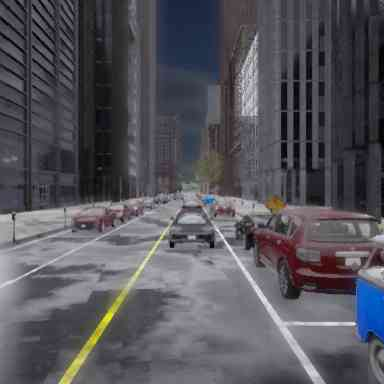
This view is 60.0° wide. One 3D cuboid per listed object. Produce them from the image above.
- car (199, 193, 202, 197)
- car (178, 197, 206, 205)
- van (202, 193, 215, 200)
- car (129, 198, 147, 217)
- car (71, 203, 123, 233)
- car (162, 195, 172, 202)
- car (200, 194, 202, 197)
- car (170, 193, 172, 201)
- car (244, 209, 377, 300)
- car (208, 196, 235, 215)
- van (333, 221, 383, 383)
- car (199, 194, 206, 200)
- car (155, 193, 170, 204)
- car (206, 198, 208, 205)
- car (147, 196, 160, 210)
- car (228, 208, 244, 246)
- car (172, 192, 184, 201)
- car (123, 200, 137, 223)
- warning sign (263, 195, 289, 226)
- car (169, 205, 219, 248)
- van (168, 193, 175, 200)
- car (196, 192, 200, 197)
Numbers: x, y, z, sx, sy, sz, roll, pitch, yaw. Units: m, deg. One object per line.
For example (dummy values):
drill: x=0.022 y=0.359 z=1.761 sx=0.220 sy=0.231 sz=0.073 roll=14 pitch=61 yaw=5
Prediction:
car: x=2.867 y=1.408 z=70.535 sx=1.752 sy=1.417 sz=4.829 roll=0 pitch=0 yaw=1
car: x=0.000 y=1.458 z=29.649 sx=1.882 sy=1.535 sz=5.008 roll=0 pitch=0 yaw=0
van: x=2.860 y=1.275 z=53.410 sx=1.690 sy=1.788 sz=3.998 roll=0 pitch=0 yaw=0
car: x=-5.667 y=1.411 z=30.875 sx=1.967 sy=1.590 sz=4.097 roll=0 pitch=0 yaw=0
car: x=-5.667 y=1.528 z=19.596 sx=1.887 sy=1.381 sz=4.507 roll=0 pitch=0 yaw=0
car: x=-5.667 y=1.392 z=75.781 sx=1.752 sy=1.417 sz=4.829 roll=0 pitch=0 yaw=1
car: x=2.860 y=1.444 z=59.222 sx=1.752 sy=1.417 sz=4.829 roll=0 pitch=0 yaw=0
car: x=-5.666 y=1.218 z=64.712 sx=2.192 sy=1.841 sz=5.009 roll=0 pitch=0 yaw=0
car: x=2.858 y=1.311 z=8.291 sx=2.192 sy=1.841 sz=5.009 roll=0 pitch=0 yaw=0
car: x=2.859 y=1.411 z=30.850 sx=1.967 sy=1.590 sz=4.097 roll=0 pitch=0 yaw=0
van: x=2.858 y=1.341 z=2.649 sx=1.690 sy=1.788 sz=3.998 roll=0 pitch=0 yaw=0
car: x=2.859 y=1.261 z=92.890 sx=1.967 sy=1.590 sz=4.097 roll=0 pitch=0 yaw=0
car: x=-5.666 y=1.234 z=59.072 sx=2.192 sy=1.841 sz=5.009 roll=0 pitch=0 yaw=0
car: x=2.859 y=1.546 z=36.491 sx=1.802 sy=1.307 sz=4.206 roll=0 pitch=0 yaw=0
car: x=-5.667 y=1.507 z=42.154 sx=2.008 sy=1.369 sz=4.403 roll=0 pitch=0 yaw=0
car: x=2.858 y=1.555 z=13.931 sx=1.947 sy=1.339 sz=4.313 roll=0 pitch=0 yaw=0
car: x=-3.000 y=1.088 z=75.911 sx=2.150 sy=2.045 sz=5.566 roll=0 pitch=0 yaw=0
car: x=-5.667 y=1.559 z=25.236 sx=1.802 sy=1.307 sz=4.206 roll=0 pitch=0 yaw=0
warning sign: x=5.067 y=1.098 z=20.195 sx=1.300 sy=1.860 sz=1.060 roll=0 pitch=0 yaw=0
car: x=0.000 y=1.523 z=14.649 sx=1.812 sy=1.442 sz=4.674 roll=0 pitch=0 yaw=0
van: x=-5.666 y=1.162 z=92.905 sx=1.690 sy=1.788 sz=3.998 roll=0 pitch=0 yaw=0
car: x=2.859 y=1.273 z=87.251 sx=1.967 sy=1.590 sz=4.097 roll=0 pitch=0 yaw=0
